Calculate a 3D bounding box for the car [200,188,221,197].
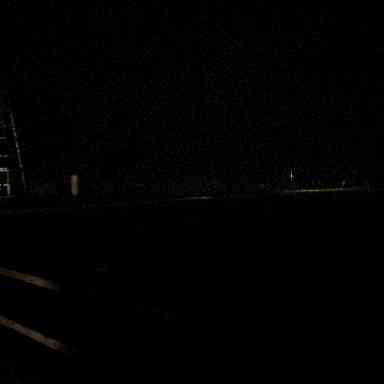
[{"bbox_3d":[3.207,0.060,57.567,1.837,1.490,4.892,-1,1,35],"label":"car"}]
